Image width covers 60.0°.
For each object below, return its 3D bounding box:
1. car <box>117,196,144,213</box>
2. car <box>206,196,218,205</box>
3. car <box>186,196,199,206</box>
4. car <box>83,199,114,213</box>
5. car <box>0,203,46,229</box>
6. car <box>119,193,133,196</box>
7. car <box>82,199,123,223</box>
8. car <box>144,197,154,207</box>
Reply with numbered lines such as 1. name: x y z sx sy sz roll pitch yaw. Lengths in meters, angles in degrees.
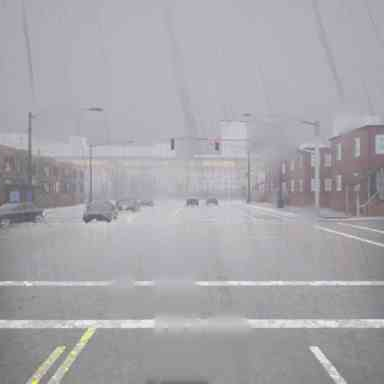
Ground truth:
1. car: -7.108 1.492 37.387 2.128 1.511 4.902 0 0 0
2. car: 3.480 1.505 58.473 1.837 1.490 4.892 0 0 0
3. car: 0.083 1.477 55.906 1.882 1.535 5.008 0 0 0
4. car: -10.611 1.547 38.267 2.033 1.411 5.357 0 0 0
5. car: -11.886 1.506 22.039 1.837 1.490 4.892 1 0 16
6. car: -10.601 1.224 53.204 2.150 2.045 5.566 0 0 0
7. car: -6.892 1.547 25.452 2.033 1.411 5.357 0 0 -5
8. car: -7.101 1.506 51.891 1.837 1.490 4.892 0 0 0
